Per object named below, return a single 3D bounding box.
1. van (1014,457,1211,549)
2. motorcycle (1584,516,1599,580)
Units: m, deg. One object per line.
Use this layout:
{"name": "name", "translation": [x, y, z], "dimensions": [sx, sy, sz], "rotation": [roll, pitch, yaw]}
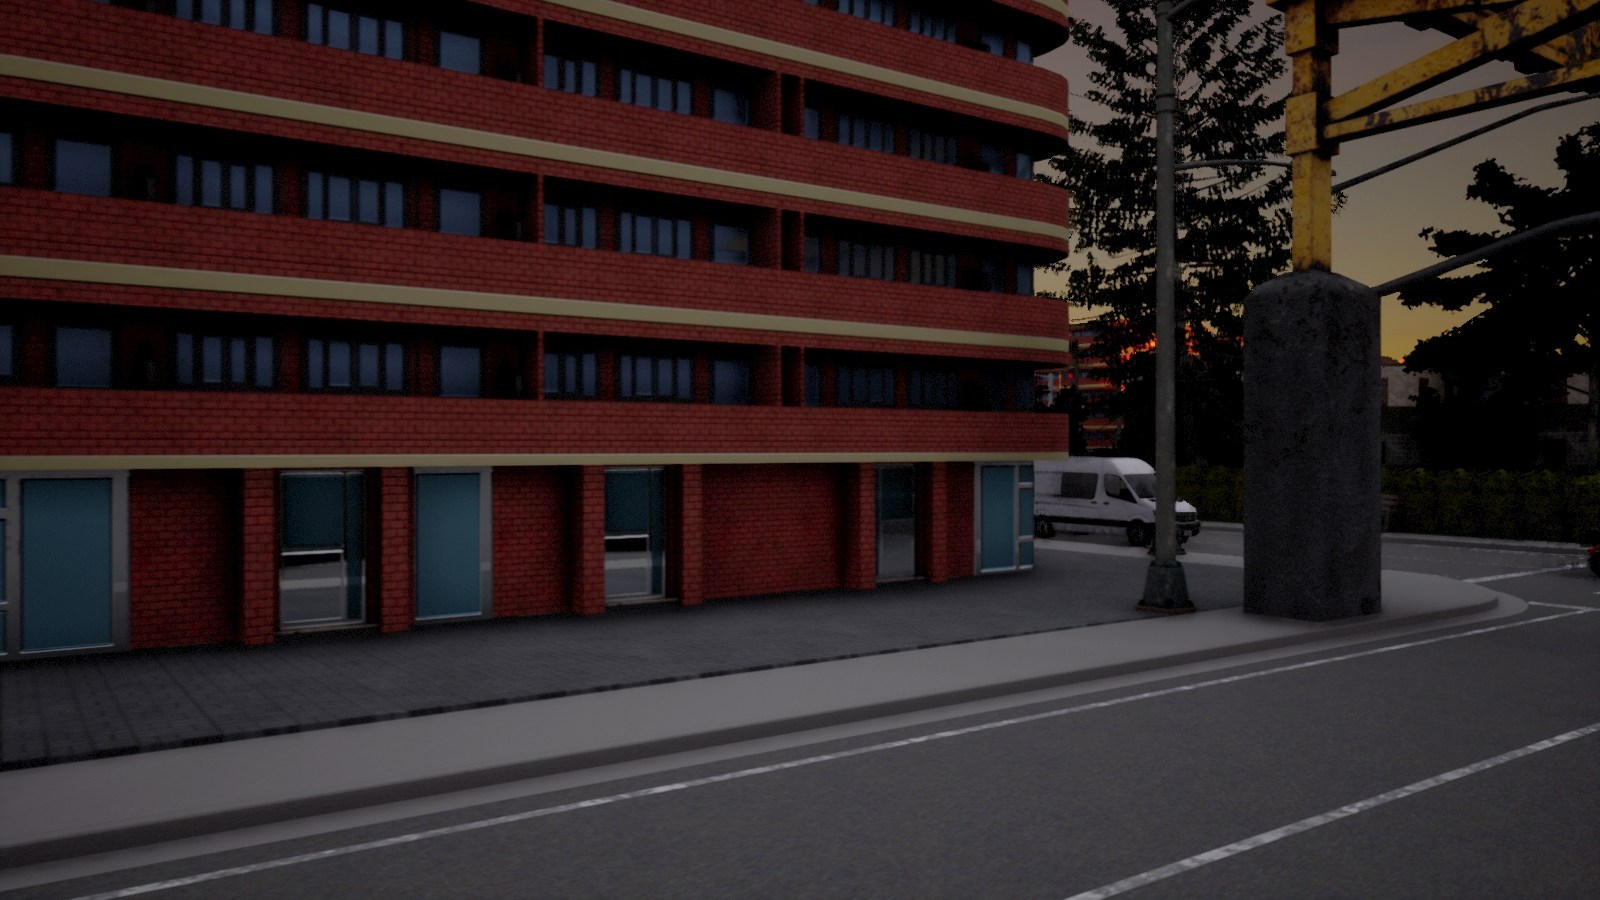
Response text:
{"name": "van", "translation": [9.399, 1.495, 34.953], "dimensions": [1.988, 2.561, 5.915], "rotation": [0, 0, -35]}
{"name": "motorcycle", "translation": [17.833, 2.101, 23.800], "dimensions": [0.764, 1.332, 2.356], "rotation": [0, 0, -42]}
